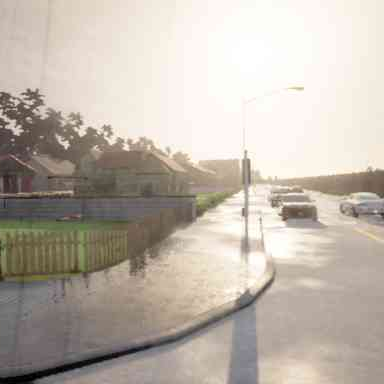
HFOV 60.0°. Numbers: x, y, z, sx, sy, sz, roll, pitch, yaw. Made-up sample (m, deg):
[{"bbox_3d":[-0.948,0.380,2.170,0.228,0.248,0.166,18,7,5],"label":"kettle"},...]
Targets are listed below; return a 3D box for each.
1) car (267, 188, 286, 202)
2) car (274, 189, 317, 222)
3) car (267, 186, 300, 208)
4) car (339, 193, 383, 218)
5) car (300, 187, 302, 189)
[{"bbox_3d":[9.982,0.284,39.580,1.812,1.442,4.674,-1,2,11],"label":"car"},{"bbox_3d":[6.246,0.822,20.099,1.882,1.535,5.008,-1,2,11],"label":"car"},{"bbox_3d":[8.097,0.403,29.847,2.097,1.767,4.553,-1,2,11],"label":"car"},{"bbox_3d":[10.618,0.779,20.738,1.812,1.442,4.674,-1,2,10],"label":"car"},{"bbox_3d":[16.612,-0.245,53.316,1.882,1.535,5.008,-1,2,11],"label":"car"}]
